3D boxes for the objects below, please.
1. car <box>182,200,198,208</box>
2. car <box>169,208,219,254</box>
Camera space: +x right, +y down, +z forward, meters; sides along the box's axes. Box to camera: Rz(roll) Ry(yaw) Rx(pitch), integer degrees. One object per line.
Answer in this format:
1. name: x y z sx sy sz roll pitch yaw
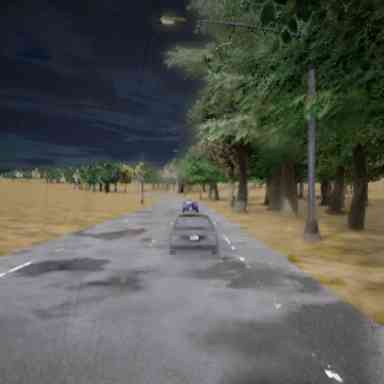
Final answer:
1. car: -0.197 1.699 40.042 1.812 1.442 4.674 0 0 -1
2. car: 0.056 1.616 13.771 2.033 1.411 5.357 0 0 0
